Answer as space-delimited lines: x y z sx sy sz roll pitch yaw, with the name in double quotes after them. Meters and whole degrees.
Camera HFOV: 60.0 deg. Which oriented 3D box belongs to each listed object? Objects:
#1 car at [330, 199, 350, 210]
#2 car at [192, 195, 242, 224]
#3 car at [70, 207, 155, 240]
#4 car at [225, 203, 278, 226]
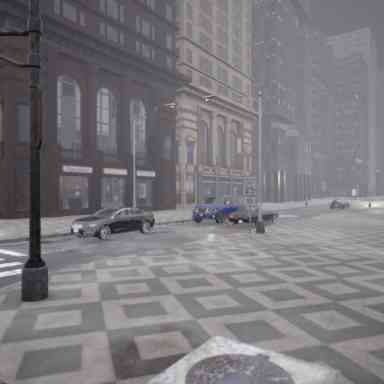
20.576 1.667 46.249 1.812 1.442 4.674 0 0 36 "car"
2.253 1.295 26.135 2.150 2.045 5.566 0 0 35 "car"
-3.995 1.533 17.409 2.128 1.511 4.902 0 0 34 "car"
4.509 1.667 23.782 1.895 1.301 4.718 0 0 36 "car"
